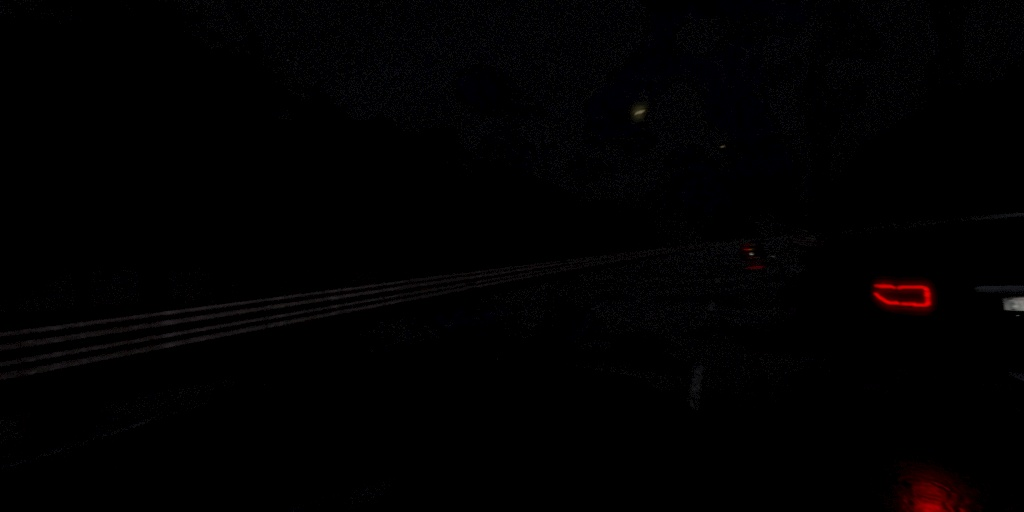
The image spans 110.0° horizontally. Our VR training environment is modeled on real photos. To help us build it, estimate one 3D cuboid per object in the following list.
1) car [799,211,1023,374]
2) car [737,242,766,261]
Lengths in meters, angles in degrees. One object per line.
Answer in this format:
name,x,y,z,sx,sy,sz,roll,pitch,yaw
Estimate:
car,6.398,0.461,5.819,2.150,2.045,5.566,-5,0,31
car,21.485,-0.428,32.138,1.837,1.490,4.892,-5,-2,34
